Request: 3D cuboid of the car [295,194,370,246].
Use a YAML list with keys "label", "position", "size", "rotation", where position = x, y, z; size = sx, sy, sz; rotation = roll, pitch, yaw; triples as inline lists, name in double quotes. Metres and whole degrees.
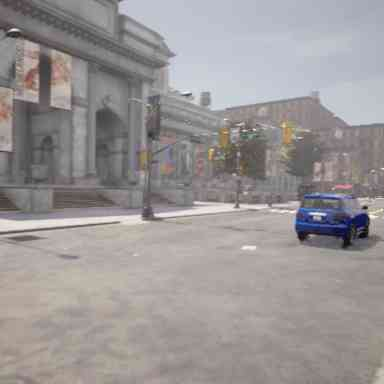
- label: "car"
  position: [6.573, 1.130, 15.274]
  size: [2.150, 2.045, 5.566]
  rotation: [2, 1, 37]
